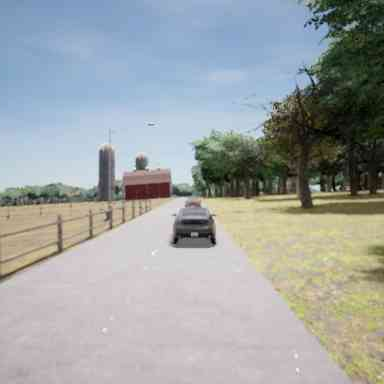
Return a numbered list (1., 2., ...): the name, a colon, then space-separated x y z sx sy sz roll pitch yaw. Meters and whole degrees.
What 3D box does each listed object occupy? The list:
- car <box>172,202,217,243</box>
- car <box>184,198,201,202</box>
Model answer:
1. car: 0.102 1.455 15.780 1.837 1.490 4.892 0 0 0
2. car: 0.112 1.403 38.355 1.812 1.442 4.674 0 0 0
